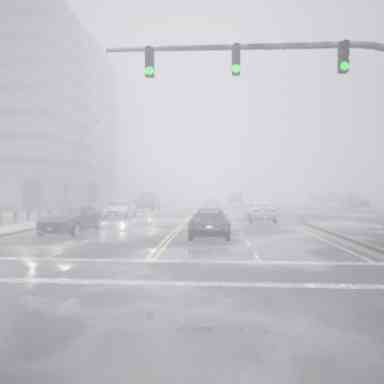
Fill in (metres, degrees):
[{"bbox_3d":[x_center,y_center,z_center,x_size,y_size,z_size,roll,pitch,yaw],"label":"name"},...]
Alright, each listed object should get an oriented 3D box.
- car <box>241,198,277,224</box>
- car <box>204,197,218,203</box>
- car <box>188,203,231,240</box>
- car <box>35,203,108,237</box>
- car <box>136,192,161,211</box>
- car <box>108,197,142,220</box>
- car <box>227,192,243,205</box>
[{"bbox_3d":[4.820,1.383,23.613,1.812,1.442,4.674,0,0,4],"label":"car"},{"bbox_3d":[2.759,1.317,47.847,1.895,1.301,4.718,0,0,4],"label":"car"},{"bbox_3d":[0.861,1.466,16.337,1.994,1.385,4.181,0,0,3],"label":"car"},{"bbox_3d":[-6.291,1.377,17.534,1.882,1.535,5.008,0,0,4],"label":"car"},{"bbox_3d":[-4.948,1.003,37.420,2.150,2.045,5.566,0,0,4],"label":"car"},{"bbox_3d":[-5.689,1.370,26.795,1.812,1.442,4.674,0,0,4],"label":"car"},{"bbox_3d":[6.335,0.933,48.775,2.150,2.045,5.566,0,1,4],"label":"car"}]
